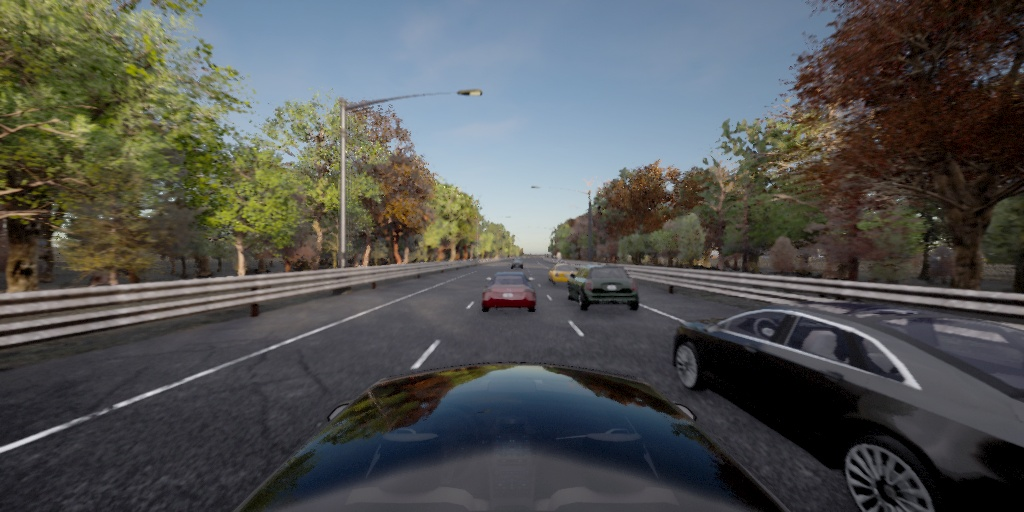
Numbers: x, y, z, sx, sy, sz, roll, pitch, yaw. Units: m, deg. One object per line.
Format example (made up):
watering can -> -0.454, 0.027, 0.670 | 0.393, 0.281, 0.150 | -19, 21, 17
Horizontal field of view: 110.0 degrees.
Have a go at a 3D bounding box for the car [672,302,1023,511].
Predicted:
car -> 3.499, 1.246, 3.893 | 2.128, 1.511, 4.902 | 0, 0, 0

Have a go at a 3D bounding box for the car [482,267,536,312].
car -> -0.088, 1.329, 14.411 | 1.994, 1.385, 4.181 | 0, 0, 1

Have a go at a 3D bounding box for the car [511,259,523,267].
car -> 0.873, 1.329, 58.622 | 1.812, 1.442, 4.674 | 0, 0, 2

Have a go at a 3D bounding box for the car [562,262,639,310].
car -> 3.544, 1.119, 14.818 | 2.097, 1.767, 4.553 | 0, 0, 0

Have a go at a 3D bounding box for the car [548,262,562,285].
car -> 3.647, 1.235, 25.992 | 1.801, 1.575, 5.366 | 0, 0, 1
